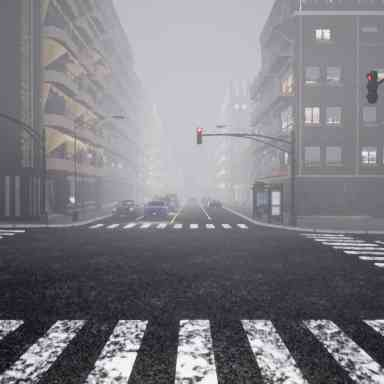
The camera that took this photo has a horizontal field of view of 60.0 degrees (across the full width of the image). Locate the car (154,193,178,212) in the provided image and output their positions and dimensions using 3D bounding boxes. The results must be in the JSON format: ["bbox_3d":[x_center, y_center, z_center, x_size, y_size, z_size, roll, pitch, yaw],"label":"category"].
[{"bbox_3d":[-3.099,1.348,38.953,2.097,1.767,4.553,0,0,0],"label":"car"}]

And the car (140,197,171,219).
[{"bbox_3d":[-3.096,1.474,29.325,1.882,1.535,5.008,0,0,-1],"label":"car"}]

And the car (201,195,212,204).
[{"bbox_3d":[2.670,1.435,63.073,1.967,1.590,4.097,0,0,0],"label":"car"}]

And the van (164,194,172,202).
[{"bbox_3d":[-5.715,1.335,79.992,1.690,1.788,3.998,0,0,0],"label":"van"}]

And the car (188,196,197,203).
[{"bbox_3d":[0.079,1.559,69.743,1.994,1.385,4.181,0,0,0],"label":"car"}]

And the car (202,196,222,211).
[{"bbox_3d":[2.676,1.547,40.518,2.008,1.369,4.403,0,0,0],"label":"car"}]

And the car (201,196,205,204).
[{"bbox_3d":[2.675,1.541,46.156,1.887,1.381,4.507,0,0,0],"label":"car"}]

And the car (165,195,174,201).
[{"bbox_3d":[-5.716,1.543,85.631,2.008,1.369,4.403,0,0,0],"label":"car"}]

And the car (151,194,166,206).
[{"bbox_3d":[-5.710,1.311,57.437,2.192,1.841,5.009,0,0,0],"label":"car"}]

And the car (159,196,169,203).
[{"bbox_3d":[-5.712,1.520,68.545,1.752,1.417,4.829,0,0,0],"label":"car"}]

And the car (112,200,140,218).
[{"bbox_3d":[-5.701,1.437,29.244,1.967,1.590,4.097,0,0,0],"label":"car"}]
